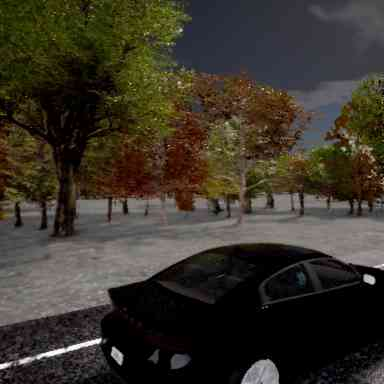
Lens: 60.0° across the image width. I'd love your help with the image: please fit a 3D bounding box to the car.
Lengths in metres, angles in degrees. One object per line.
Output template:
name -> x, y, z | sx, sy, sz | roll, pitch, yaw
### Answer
car -> 1.268, 1.477, 4.777 | 5.008, 1.535, 1.882 | 0, 0, -35
